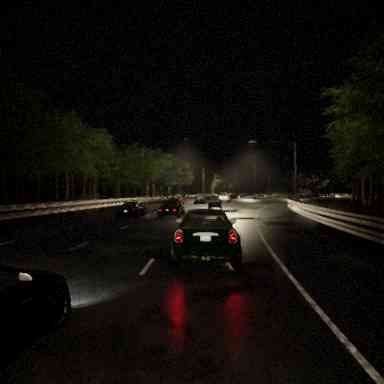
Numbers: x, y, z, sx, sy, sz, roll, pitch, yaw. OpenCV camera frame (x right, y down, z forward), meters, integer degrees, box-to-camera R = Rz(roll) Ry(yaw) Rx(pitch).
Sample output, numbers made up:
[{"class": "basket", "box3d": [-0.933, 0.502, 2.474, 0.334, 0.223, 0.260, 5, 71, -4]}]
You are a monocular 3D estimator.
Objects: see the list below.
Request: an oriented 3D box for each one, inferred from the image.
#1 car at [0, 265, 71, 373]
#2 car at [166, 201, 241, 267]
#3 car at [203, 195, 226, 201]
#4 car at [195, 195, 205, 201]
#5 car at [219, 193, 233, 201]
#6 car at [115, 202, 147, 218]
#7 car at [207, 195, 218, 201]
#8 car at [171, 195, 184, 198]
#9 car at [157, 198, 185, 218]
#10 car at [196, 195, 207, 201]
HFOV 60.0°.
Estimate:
[{"class": "car", "box3d": [-3.165, 1.558, 4.229, 1.994, 1.385, 4.181, 0, 0, 2]}, {"class": "car", "box3d": [0.483, 1.354, 11.672, 2.097, 1.767, 4.553, 0, 0, 2]}, {"class": "car", "box3d": [3.099, 1.526, 44.702, 2.033, 1.411, 5.357, 0, 0, 7]}, {"class": "car", "box3d": [1.625, 1.496, 59.194, 1.994, 1.385, 4.181, 0, 0, 9]}, {"class": "car", "box3d": [6.793, 1.133, 69.944, 2.150, 2.045, 5.566, 0, 0, 10]}, {"class": "car", "box3d": [-5.346, 1.549, 29.684, 1.994, 1.385, 4.181, 1, 0, 5]}, {"class": "car", "box3d": [4.738, 1.434, 78.061, 1.994, 1.385, 4.181, 0, 0, 11]}, {"class": "car", "box3d": [-2.433, 1.283, 55.952, 2.097, 1.767, 4.553, 0, 0, 8]}, {"class": "car", "box3d": [-1.823, 1.543, 29.937, 2.033, 1.411, 5.357, 0, 0, 5]}, {"class": "car", "box3d": [2.470, 1.454, 84.589, 1.895, 1.301, 4.718, 0, 0, 12]}]
